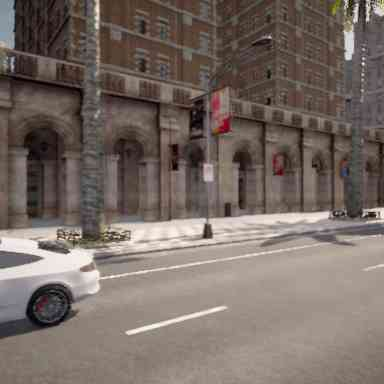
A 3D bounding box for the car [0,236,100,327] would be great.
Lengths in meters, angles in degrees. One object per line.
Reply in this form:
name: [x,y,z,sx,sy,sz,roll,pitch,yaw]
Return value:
car: [-3.906,1.526,5.504,4.674,1.442,1.812,0,0,-35]
